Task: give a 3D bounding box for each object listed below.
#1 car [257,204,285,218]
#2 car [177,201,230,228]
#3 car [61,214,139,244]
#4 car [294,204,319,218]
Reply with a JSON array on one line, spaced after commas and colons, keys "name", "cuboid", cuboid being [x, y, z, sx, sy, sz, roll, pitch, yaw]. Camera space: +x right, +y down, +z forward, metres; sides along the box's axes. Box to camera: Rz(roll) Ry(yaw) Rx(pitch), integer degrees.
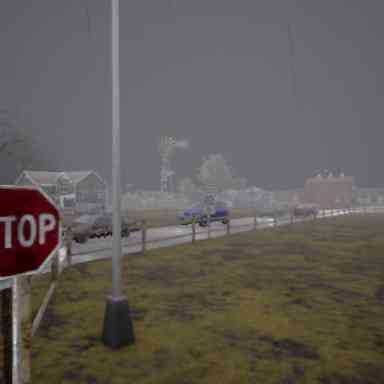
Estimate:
[{"name": "car", "cuboid": [9.336, 2.234, 39.032, 1.837, 1.490, 4.892, 0, -1, 36]}, {"name": "car", "cuboid": [1.122, 1.738, 27.519, 2.150, 2.045, 5.566, 0, -1, 35]}, {"name": "car", "cuboid": [-5.272, 1.918, 18.441, 2.033, 1.411, 5.357, 0, -1, 34]}, {"name": "car", "cuboid": [14.078, 2.259, 40.638, 1.882, 1.535, 5.008, 0, -1, 35]}]
